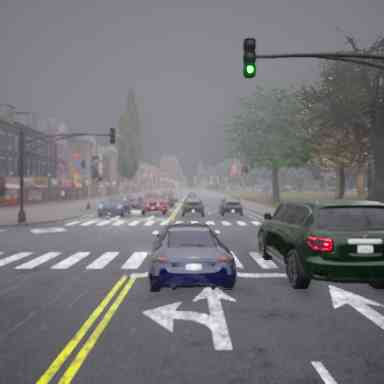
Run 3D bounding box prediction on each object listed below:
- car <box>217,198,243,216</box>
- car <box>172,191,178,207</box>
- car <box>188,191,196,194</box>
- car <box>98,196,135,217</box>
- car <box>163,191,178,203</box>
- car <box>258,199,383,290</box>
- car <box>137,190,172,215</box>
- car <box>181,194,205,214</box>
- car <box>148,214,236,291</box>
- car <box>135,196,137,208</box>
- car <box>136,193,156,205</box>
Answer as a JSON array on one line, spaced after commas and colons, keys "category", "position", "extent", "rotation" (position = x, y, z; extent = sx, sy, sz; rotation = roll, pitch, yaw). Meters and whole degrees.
[{"category": "car", "position": [3.351, 1.260, 29.620], "extent": [1.837, 1.490, 4.892], "rotation": [0, 1, 0]}, {"category": "car", "position": [-3.330, 0.778, 41.357], "extent": [2.150, 2.045, 5.566], "rotation": [0, 1, 1]}, {"category": "car", "position": [0.001, 0.532, 70.460], "extent": [2.128, 1.511, 4.902], "rotation": [0, 1, 0]}, {"category": "car", "position": [-6.598, 1.120, 28.721], "extent": [2.097, 1.767, 4.553], "rotation": [0, 1, 0]}, {"category": "car", "position": [-3.290, 0.712, 51.622], "extent": [2.097, 1.767, 4.553], "rotation": [0, 1, 0]}, {"category": "car", "position": [3.346, 1.184, 9.105], "extent": [2.150, 2.045, 5.566], "rotation": [0, 0, 0]}, {"category": "car", "position": [-3.355, 0.957, 30.995], "extent": [2.150, 2.045, 5.566], "rotation": [0, 1, 0]}, {"category": "car", "position": [0.101, 1.257, 29.809], "extent": [1.837, 1.490, 4.892], "rotation": [0, 1, 0]}, {"category": "car", "position": [-0.123, 1.528, 8.978], "extent": [1.994, 1.385, 4.181], "rotation": [0, 0, -5]}, {"category": "car", "position": [-6.593, 1.193, 37.323], "extent": [1.994, 1.385, 4.181], "rotation": [0, 1, 0]}, {"category": "car", "position": [-6.558, 0.983, 47.653], "extent": [2.033, 1.411, 5.357], "rotation": [0, 1, 1]}]
